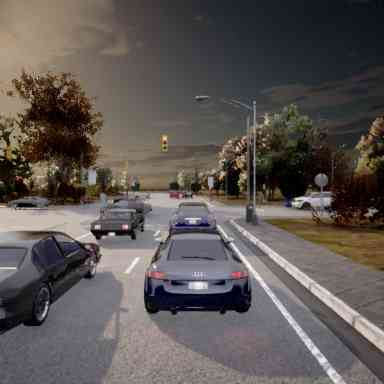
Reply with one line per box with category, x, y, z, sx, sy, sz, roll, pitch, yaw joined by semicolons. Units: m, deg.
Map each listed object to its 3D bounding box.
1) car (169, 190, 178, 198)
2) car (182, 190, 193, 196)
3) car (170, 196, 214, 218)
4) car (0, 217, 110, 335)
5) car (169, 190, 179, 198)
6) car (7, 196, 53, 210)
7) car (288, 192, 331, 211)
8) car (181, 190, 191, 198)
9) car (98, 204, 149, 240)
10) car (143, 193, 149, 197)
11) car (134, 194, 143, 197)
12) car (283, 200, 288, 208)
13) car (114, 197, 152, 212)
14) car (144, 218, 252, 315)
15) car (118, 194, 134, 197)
car;-5.170;0.446;93.598;2.150;2.045;5.566;0;1;-7
car;-0.881;0.835;83.770;1.882;1.535;5.008;0;1;-4
car;0.028;1.273;16.259;2.097;1.767;4.553;0;0;0
car;-3.423;1.529;6.933;2.033;1.411;5.357;0;0;-1
car;-4.329;0.594;82.857;2.150;2.045;5.566;0;1;-3
car;-18.894;1.257;38.830;4.902;1.511;2.128;0;0;-4
car;14.122;0.998;37.347;5.566;2.045;2.150;0;0;-3
car;-1.659;0.447;93.728;2.150;2.045;5.566;0;1;-7
car;-3.493;1.520;16.578;1.895;1.301;4.718;0;0;-1
car;-10.913;1.104;71.119;1.895;1.301;4.718;0;1;-1
car;-10.860;1.097;61.162;2.128;1.511;4.902;0;0;0
car;13.752;1.230;40.829;5.008;1.535;1.882;0;0;-4
car;-5.523;1.386;28.300;2.033;1.411;5.357;0;0;28
car;0.074;1.542;7.625;1.994;1.385;4.181;0;0;-1
car;-10.840;1.275;52.060;1.895;1.301;4.718;0;0;0
